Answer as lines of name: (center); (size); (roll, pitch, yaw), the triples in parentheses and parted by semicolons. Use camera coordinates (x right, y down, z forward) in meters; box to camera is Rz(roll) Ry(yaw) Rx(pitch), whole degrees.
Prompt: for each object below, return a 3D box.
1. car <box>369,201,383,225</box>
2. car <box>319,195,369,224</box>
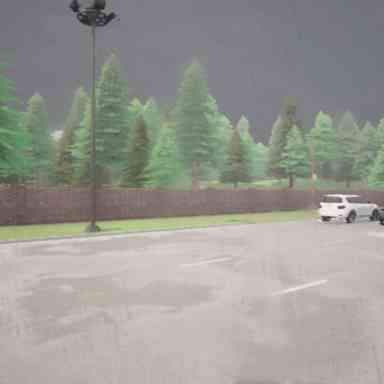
car: (14.569, 1.498, 22.736); (4.902, 1.511, 2.128); (0, 0, -36)
car: (11.888, 1.228, 25.124); (5.566, 2.045, 2.150); (0, 0, -36)
